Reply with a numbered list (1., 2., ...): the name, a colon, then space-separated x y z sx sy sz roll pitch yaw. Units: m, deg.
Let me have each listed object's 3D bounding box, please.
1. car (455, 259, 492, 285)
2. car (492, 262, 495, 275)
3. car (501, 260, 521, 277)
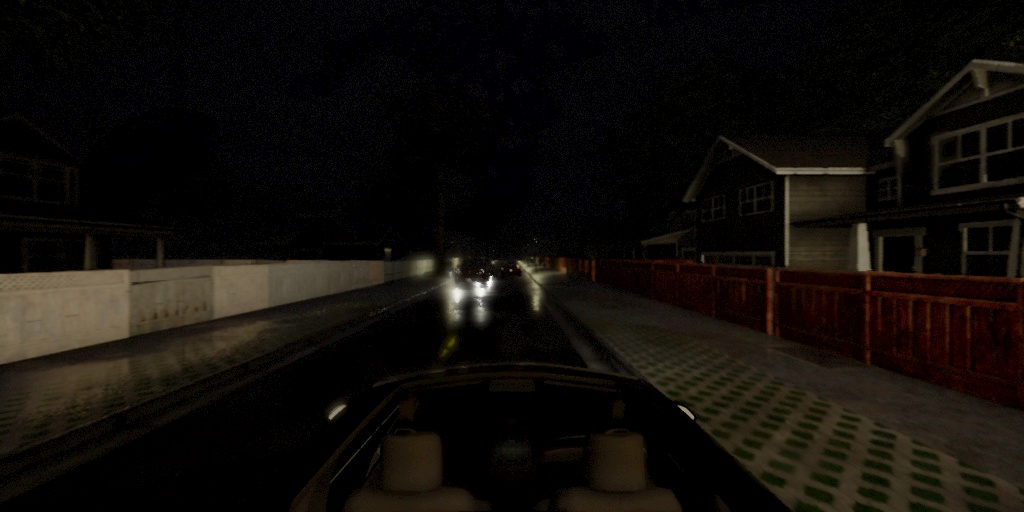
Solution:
1. car: -2.813 1.031 25.842 2.097 1.767 4.553 0 0 0
2. car: -2.850 1.246 39.012 2.128 1.511 4.902 0 0 0
3. car: -0.087 1.313 35.874 1.994 1.385 4.181 0 0 0
